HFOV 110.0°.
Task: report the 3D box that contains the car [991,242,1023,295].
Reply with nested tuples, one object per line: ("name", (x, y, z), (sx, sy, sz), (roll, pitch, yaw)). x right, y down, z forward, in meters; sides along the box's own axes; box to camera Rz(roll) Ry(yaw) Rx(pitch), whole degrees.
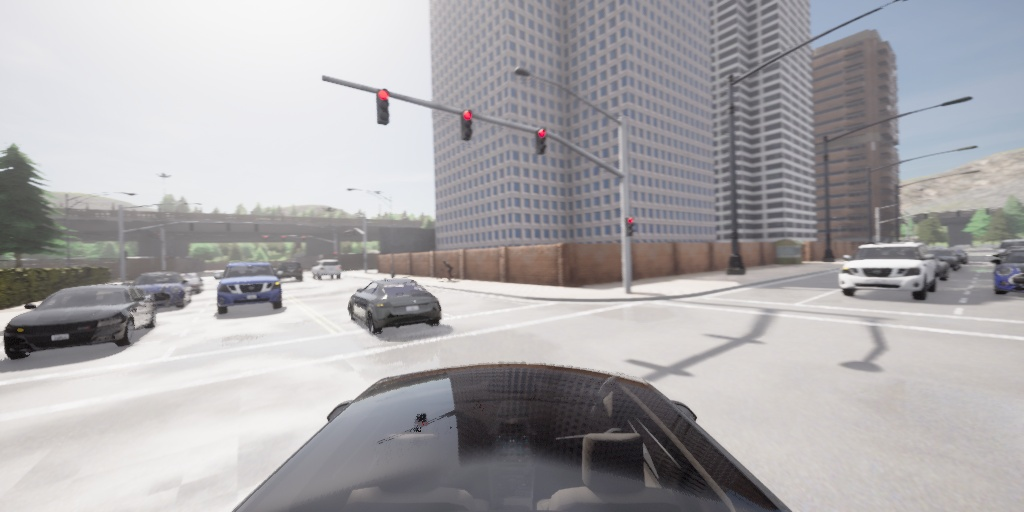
("car", (19.553, 0.481, 13.270), (4.553, 1.767, 2.097), (-2, 0, -36))

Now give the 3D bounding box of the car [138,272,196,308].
("car", (-17.015, 1.581, 17.288), (2.097, 1.767, 4.553), (-2, 0, -37))

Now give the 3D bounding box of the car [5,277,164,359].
("car", (-11.449, 1.556, 9.894), (1.882, 1.535, 5.008), (-2, 0, -37))

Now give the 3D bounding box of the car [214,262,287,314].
("car", (-11.869, 1.297, 16.260), (2.150, 2.045, 5.566), (-2, 0, -37))

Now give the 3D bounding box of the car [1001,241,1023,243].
("car", (26.585, 0.255, 18.466), (4.553, 1.767, 2.097), (-2, 0, -36))

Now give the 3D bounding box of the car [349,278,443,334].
("car", (-3.793, 1.406, 11.299), (1.994, 1.385, 4.181), (-2, 0, -34))

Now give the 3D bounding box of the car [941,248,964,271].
("car", (30.853, 0.261, 25.923), (4.892, 1.490, 1.837), (-2, 0, -36))

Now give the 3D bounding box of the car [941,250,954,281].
("car", (22.626, 0.584, 19.896), (4.181, 1.385, 1.994), (-2, 0, -36))

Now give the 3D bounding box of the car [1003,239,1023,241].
("car", (34.979, -0.145, 24.590), (5.566, 2.045, 2.150), (-2, 0, -36))

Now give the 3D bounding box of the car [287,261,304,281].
("car", (-23.142, 1.590, 37.208), (2.150, 2.045, 5.566), (-2, 0, -37))

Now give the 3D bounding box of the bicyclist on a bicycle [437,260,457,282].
("bicyclist on a bicycle", (-4.880, 1.139, 26.894), (1.656, 1.620, 0.582), (-2, 0, -37))

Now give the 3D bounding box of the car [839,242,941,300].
("car", (15.049, 0.484, 14.288), (5.566, 2.045, 2.150), (-2, 0, -37))

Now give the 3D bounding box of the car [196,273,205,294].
("car", (-23.200, 1.945, 25.543), (2.033, 1.411, 5.357), (-2, 0, -37))

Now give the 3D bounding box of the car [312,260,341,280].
("car", (-20.348, 1.500, 39.314), (2.150, 2.045, 5.566), (-2, 0, -37))

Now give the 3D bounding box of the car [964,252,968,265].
("car", (39.399, 0.029, 32.187), (5.357, 1.411, 2.033), (-2, 0, -36))
